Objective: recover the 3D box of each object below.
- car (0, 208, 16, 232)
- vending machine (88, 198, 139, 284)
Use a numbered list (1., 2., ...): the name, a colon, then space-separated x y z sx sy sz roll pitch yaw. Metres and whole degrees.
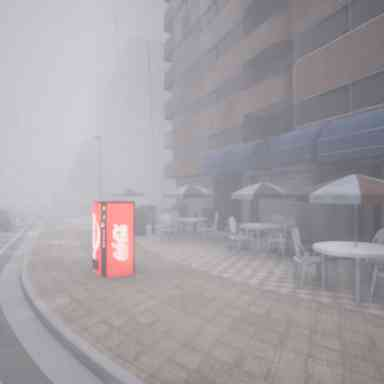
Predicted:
1. car: -12.230 1.672 20.622 1.994 1.385 4.181 0 0 -22
2. vending machine: -2.092 1.232 8.882 1.100 2.100 0.880 0 0 -31
